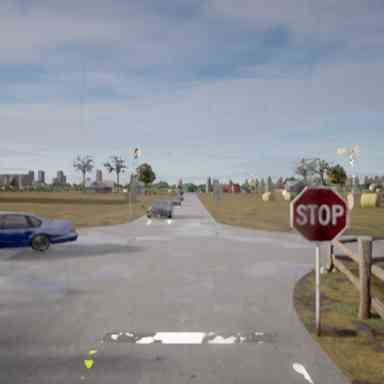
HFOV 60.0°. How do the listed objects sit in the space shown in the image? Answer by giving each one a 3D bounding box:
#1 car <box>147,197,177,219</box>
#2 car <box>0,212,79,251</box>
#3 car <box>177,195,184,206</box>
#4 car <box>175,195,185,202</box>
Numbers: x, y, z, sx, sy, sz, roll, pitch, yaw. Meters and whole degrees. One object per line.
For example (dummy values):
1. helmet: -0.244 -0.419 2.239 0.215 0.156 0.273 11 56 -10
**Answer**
1. car: -2.766 1.401 29.927 2.097 1.767 4.553 0 0 0
2. car: -7.042 1.447 12.286 5.357 1.411 2.033 1 0 -25
3. car: -2.750 1.565 53.397 1.994 1.385 4.181 0 0 0
4. car: -2.751 1.432 76.987 2.033 1.411 5.357 0 0 0
